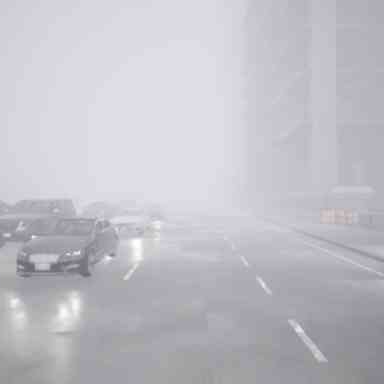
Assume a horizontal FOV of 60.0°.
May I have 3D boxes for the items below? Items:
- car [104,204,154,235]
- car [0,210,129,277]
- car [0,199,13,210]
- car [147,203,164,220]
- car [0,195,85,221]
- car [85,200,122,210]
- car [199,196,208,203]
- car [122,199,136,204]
[{"bbox_3d":[-3.588,1.647,19.732,1.812,1.442,4.674,0,0,0],"label":"car"},{"bbox_3d":[-3.598,1.549,10.467,2.128,1.511,4.902,0,0,0],"label":"car"},{"bbox_3d":[-28.778,1.806,49.004,3.806,1.475,1.970,0,0,0],"label":"car"},{"bbox_3d":[-3.556,1.718,30.055,1.812,1.442,4.674,0,0,1],"label":"car"},{"bbox_3d":[-7.092,1.318,15.503,2.150,2.045,5.566,0,0,0],"label":"car"},{"bbox_3d":[-7.078,1.516,25.280,2.097,1.767,4.553,0,0,0],"label":"car"},{"bbox_3d":[3.284,2.059,88.954,1.882,1.535,5.008,0,0,-1],"label":"car"},{"bbox_3d":[-7.063,1.584,35.071,2.097,1.767,4.553,0,0,0],"label":"car"}]
